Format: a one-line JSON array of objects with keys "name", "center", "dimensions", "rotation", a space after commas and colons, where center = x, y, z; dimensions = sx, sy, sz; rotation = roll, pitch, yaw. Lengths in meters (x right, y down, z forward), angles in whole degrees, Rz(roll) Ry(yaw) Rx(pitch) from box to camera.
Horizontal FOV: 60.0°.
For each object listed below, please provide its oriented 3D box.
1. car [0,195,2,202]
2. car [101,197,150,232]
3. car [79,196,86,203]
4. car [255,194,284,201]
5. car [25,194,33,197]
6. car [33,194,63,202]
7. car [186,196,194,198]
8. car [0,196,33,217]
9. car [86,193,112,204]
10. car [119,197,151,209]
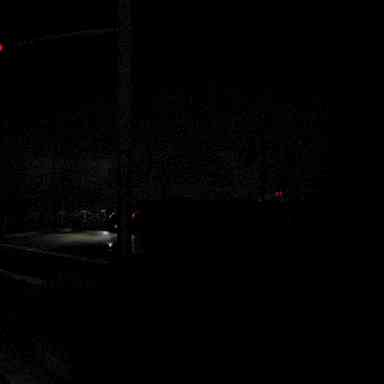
[{"name": "car", "center": [-41.354, 1.298, 67.501], "dimensions": [2.007, 1.523, 4.514], "rotation": [0, 0, 35]}, {"name": "car", "center": [-2.990, 1.352, 20.515], "dimensions": [2.097, 1.767, 4.553], "rotation": [0, 0, 35]}, {"name": "car", "center": [-18.423, 1.077, 60.305], "dimensions": [1.905, 1.878, 3.866], "rotation": [0, 0, 35]}, {"name": "car", "center": [8.482, 1.221, 37.001], "dimensions": [2.150, 2.045, 5.566], "rotation": [0, 0, 35]}, {"name": "car", "center": [-34.292, 1.232, 71.139], "dimensions": [1.970, 1.475, 3.806], "rotation": [0, 0, 35]}, {"name": "car", "center": [-28.867, 1.153, 67.696], "dimensions": [2.152, 1.636, 5.027], "rotation": [0, 0, 35]}, {"name": "car", "center": [-0.722, 1.374, 48.117], "dimensions": [1.845, 1.501, 3.633], "rotation": [0, 0, 35]}, {"name": "car", "center": [-15.753, 1.339, 26.860], "dimensions": [2.007, 1.523, 4.514], "rotation": [0, 0, 35]}, {"name": "car", "center": [-15.813, 1.097, 58.964], "dimensions": [1.932, 1.855, 4.605], "rotation": [0, 0, 35]}, {"name": "car", "center": [-7.442, 1.384, 43.781], "dimensions": [1.970, 1.475, 3.806], "rotation": [0, 0, 35]}]
